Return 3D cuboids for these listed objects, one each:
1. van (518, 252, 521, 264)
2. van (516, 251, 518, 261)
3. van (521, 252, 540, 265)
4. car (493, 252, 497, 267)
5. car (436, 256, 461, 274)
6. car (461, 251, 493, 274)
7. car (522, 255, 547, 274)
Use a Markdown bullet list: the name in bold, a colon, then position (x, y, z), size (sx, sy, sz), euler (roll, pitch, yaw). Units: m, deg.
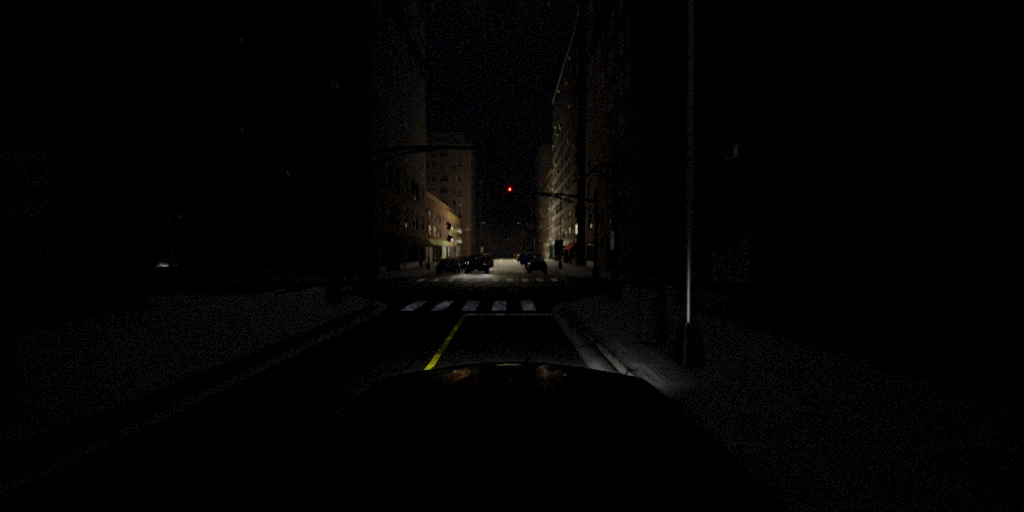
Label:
- **van**: position (2.043, 0.403, 50.016), size (1.690, 1.789, 3.998), euler (0, 0, -1)
- **van**: position (1.973, 0.320, 55.698), size (1.690, 1.789, 3.998), euler (0, 0, -1)
- **van**: position (2.184, 0.567, 38.654), size (1.690, 1.789, 3.998), euler (0, 0, -1)
- **car**: position (-3.279, 0.632, 44.678), size (1.882, 1.535, 5.008), euler (0, 1, -1)
- **car**: position (-5.770, 0.874, 32.873), size (1.948, 1.339, 4.313), euler (0, 0, -1)
- **car**: position (-3.135, 0.622, 33.003), size (2.097, 1.767, 4.553), euler (0, 0, -1)
- **car**: position (2.254, 0.858, 32.972), size (2.007, 1.370, 4.403), euler (0, 0, -1)
